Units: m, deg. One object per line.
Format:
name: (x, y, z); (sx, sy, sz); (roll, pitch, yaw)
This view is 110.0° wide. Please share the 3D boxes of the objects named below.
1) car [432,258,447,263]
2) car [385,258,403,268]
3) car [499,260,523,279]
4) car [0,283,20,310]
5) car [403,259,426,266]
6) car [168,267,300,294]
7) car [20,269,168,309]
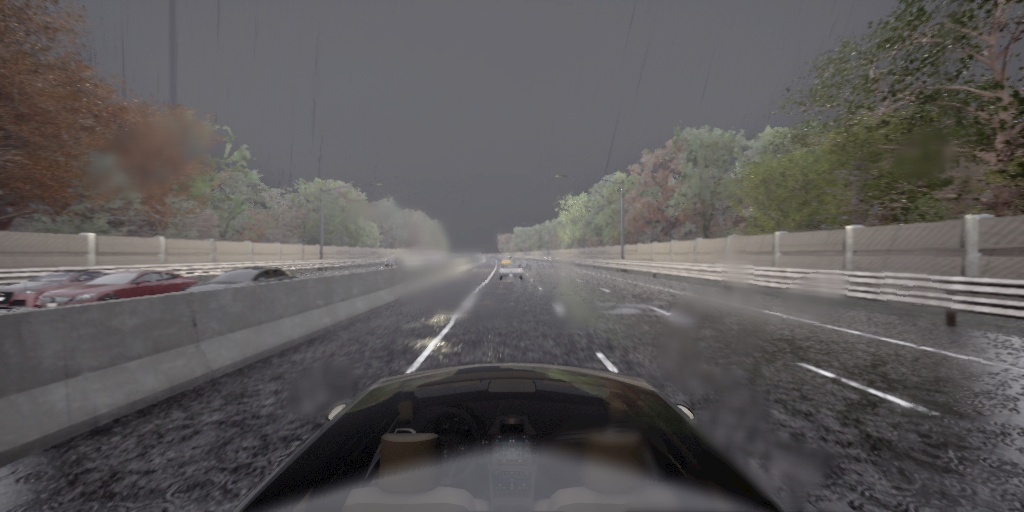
car: (-11.258, 1.034, 56.037); (1.812, 1.442, 4.674); (0, 0, -1)
car: (-18.251, 1.020, 55.773); (1.837, 1.490, 4.892); (0, 0, -1)
car: (-0.085, 1.218, 30.103); (1.895, 1.301, 4.718); (0, 0, -1)
car: (-17.617, 1.285, 14.362); (1.994, 1.385, 4.181); (0, 0, 0)
car: (-14.734, 1.120, 55.217); (1.895, 1.301, 4.718); (0, 0, -1)
car: (-10.620, 1.213, 14.565); (1.837, 1.490, 4.892); (0, 0, 0)
car: (-14.113, 1.246, 13.330); (1.812, 1.442, 4.674); (0, 0, 0)
